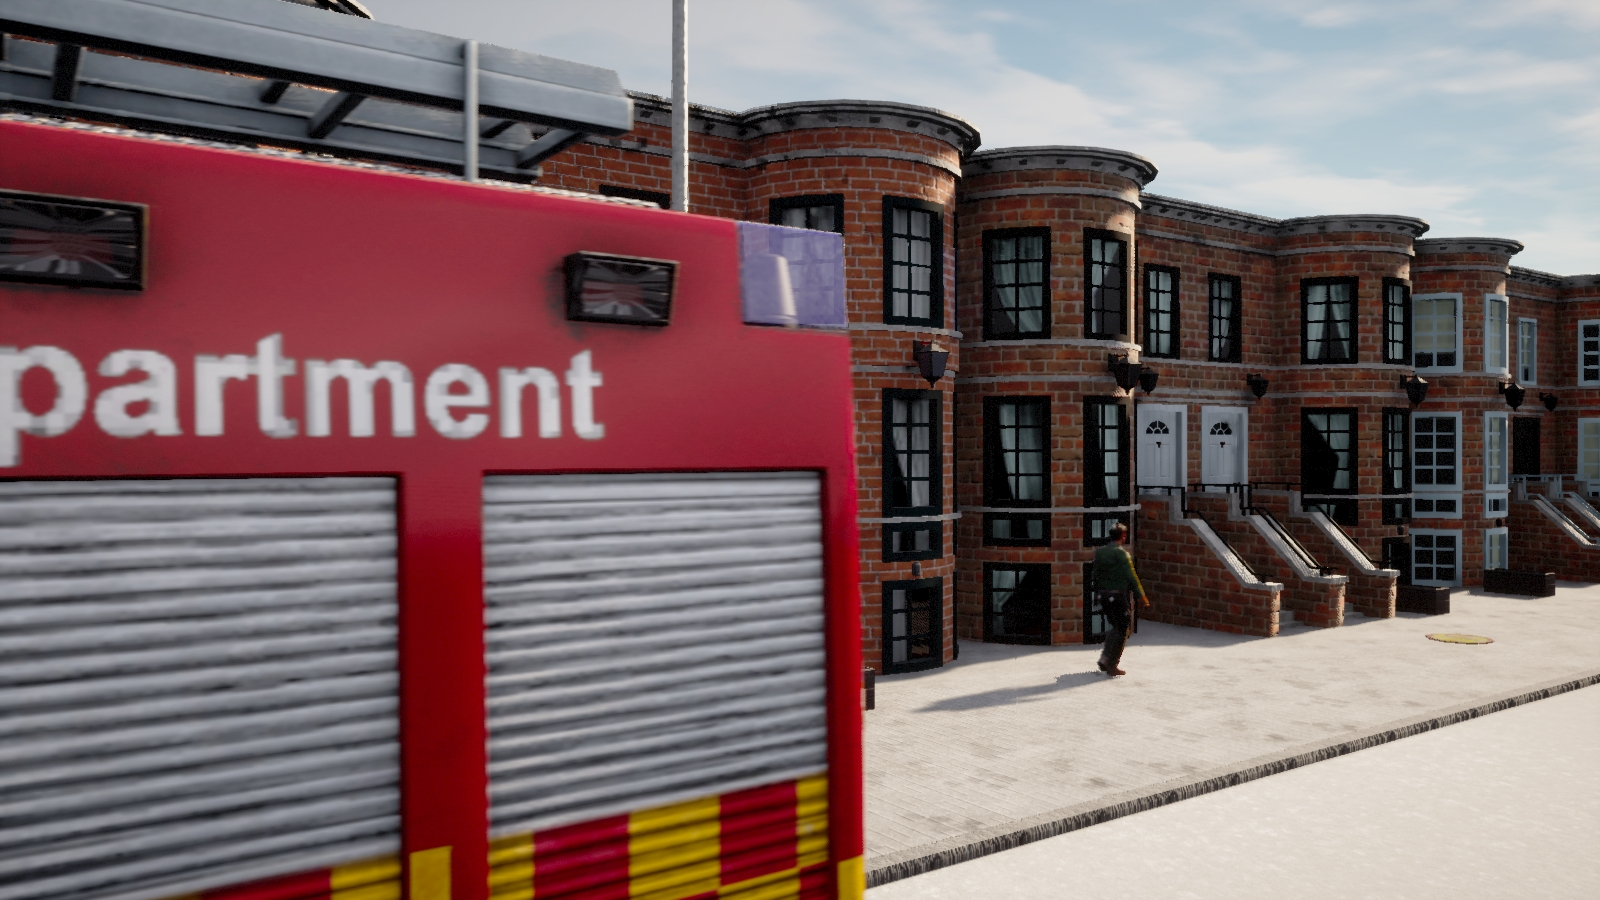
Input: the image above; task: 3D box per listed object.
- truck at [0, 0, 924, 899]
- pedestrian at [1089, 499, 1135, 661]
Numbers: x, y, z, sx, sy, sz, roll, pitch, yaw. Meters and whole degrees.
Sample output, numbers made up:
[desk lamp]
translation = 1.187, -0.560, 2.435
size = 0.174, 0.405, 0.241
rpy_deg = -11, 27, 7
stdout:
[truck]
translation = -3.989, 0.671, 1.611
size = 8.468, 3.827, 2.891
rpy_deg = 0, 0, -35
[pedestrian]
translation = 3.694, 1.520, 13.524
size = 0.375, 1.860, 0.375
rpy_deg = 0, 0, -33
